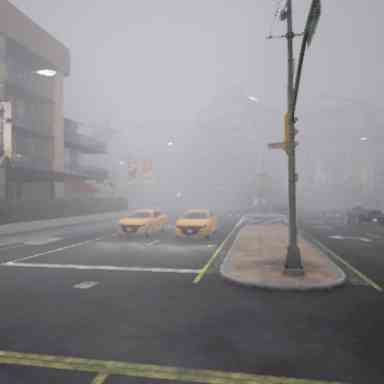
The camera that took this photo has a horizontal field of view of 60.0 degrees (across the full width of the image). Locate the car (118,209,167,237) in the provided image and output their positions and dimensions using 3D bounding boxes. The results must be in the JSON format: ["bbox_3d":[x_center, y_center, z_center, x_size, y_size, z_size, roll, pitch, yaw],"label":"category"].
[{"bbox_3d":[-2.960,1.842,20.785,1.882,1.535,5.008,-1,-1,11],"label":"car"}]

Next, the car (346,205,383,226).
[{"bbox_3d":[13.634,1.800,26.338,1.837,1.490,4.892,-1,-1,11],"label":"car"}]

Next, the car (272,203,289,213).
[{"bbox_3d":[12.829,2.233,47.077,1.895,1.301,4.718,0,-1,-3],"label":"car"}]

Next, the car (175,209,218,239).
[{"bbox_3d":[0.380,1.792,19.641,1.882,1.535,5.008,-1,-1,11],"label":"car"}]
